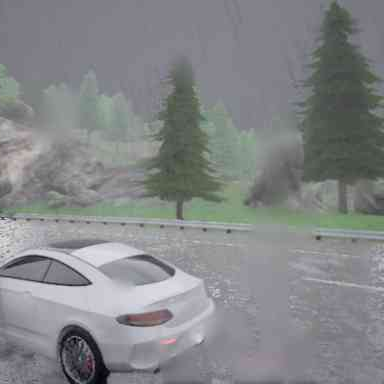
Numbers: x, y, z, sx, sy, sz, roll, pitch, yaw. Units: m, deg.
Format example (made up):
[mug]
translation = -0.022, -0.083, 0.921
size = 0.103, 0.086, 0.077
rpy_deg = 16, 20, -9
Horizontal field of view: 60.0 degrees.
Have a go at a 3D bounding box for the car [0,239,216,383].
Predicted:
[car]
translation = -1.883, 1.480, 5.135
size = 4.674, 1.442, 1.812
rpy_deg = 0, 0, 32
